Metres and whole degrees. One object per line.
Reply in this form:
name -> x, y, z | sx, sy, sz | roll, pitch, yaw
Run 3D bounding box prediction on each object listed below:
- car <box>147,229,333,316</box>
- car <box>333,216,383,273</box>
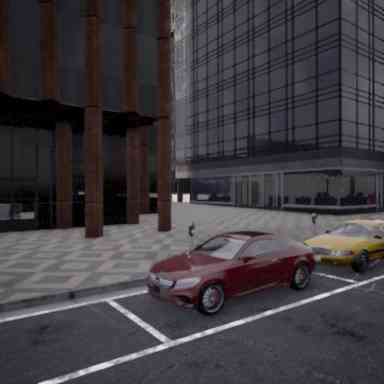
car -> 1.050, 1.553, 7.396 | 4.206, 1.307, 1.802 | 0, 0, -35
car -> 5.339, 1.467, 10.454 | 4.829, 1.417, 1.752 | 0, 0, -35
